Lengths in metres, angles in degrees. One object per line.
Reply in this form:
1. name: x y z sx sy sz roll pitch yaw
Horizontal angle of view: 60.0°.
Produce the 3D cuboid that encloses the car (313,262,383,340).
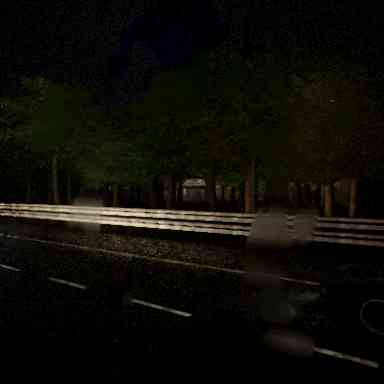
1. car: 4.700 1.549 4.815 5.357 1.411 2.033 0 0 35
